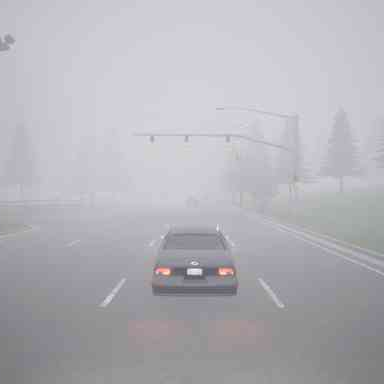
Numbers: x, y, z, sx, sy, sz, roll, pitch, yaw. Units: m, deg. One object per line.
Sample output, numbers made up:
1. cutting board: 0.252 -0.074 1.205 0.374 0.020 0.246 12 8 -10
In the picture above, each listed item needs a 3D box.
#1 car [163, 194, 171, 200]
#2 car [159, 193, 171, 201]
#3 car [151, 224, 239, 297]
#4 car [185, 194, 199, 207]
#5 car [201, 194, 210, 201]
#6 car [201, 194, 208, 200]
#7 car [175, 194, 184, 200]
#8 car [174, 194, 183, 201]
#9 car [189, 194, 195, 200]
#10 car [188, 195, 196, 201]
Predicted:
1. car: -6.981 1.382 93.872 1.994 1.385 4.181 0 0 0
2. car: -6.983 1.214 83.482 2.150 2.045 5.566 0 0 0
3. car: 0.068 1.547 8.768 2.033 1.411 5.357 0 0 0
4. car: 0.009 1.350 52.807 2.097 1.767 4.553 0 0 0
5. car: 3.517 1.489 83.449 1.837 1.490 4.892 0 0 0
6. car: 3.519 1.307 93.869 1.882 1.535 5.008 0 0 0
7. car: -3.481 1.355 93.871 2.128 1.511 4.902 0 0 0
8. car: -3.483 1.514 83.868 1.812 1.442 4.674 0 0 0
9. car: 0.019 1.307 93.870 1.882 1.535 5.008 0 0 0
10. car: 0.017 1.529 83.450 2.033 1.411 5.357 0 0 0
